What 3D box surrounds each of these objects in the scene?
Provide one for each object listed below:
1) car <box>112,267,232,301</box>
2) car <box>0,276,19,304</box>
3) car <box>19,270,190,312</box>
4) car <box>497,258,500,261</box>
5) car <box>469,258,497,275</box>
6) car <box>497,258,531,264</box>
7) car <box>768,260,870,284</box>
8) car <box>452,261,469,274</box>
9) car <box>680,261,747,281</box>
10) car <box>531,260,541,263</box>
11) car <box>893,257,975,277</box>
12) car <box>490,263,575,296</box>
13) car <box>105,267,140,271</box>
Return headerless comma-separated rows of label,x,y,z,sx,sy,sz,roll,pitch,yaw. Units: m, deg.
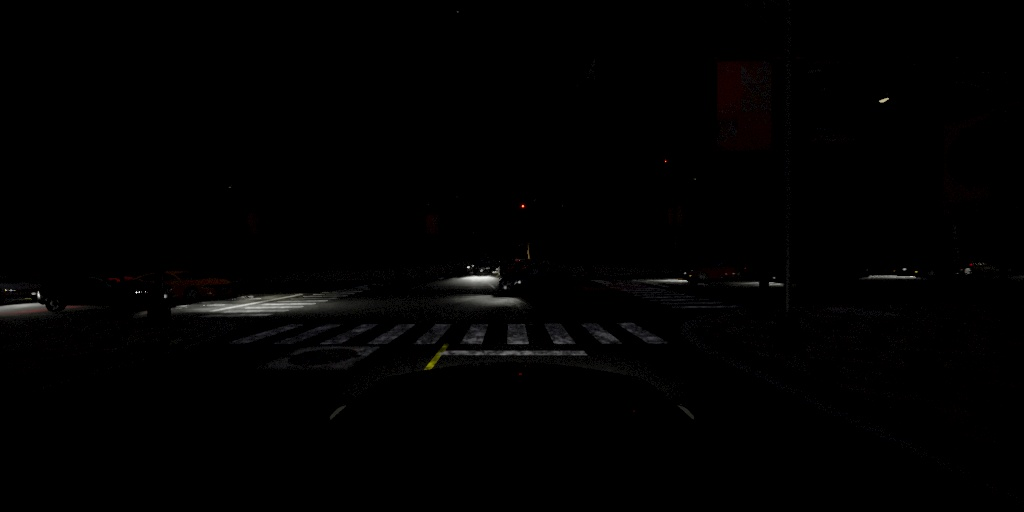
car,-17.649,1.528,18.950,5.008,1.535,1.882,-1,0,2
car,-27.623,1.763,18.932,4.674,1.442,1.812,-1,0,0
car,-17.626,1.546,15.706,4.902,1.511,2.128,-1,0,2
car,-3.164,1.305,48.953,2.033,1.411,5.357,0,0,0
car,-3.117,1.246,39.094,2.128,1.511,4.902,0,0,0
car,0.101,1.231,33.864,1.882,1.535,5.008,-1,0,-9
car,19.070,0.931,22.455,5.357,1.411,2.033,-1,0,0
car,-5.792,1.306,41.126,2.007,1.370,4.403,0,0,0
car,14.395,1.024,25.698,4.181,1.385,1.994,-1,0,0
car,2.733,1.305,41.164,2.007,1.370,4.403,0,0,0
car,30.153,0.749,25.720,4.181,1.385,1.994,-1,0,0
car,1.422,1.241,19.131,4.674,1.442,1.812,-1,-1,-40
car,-24.373,1.521,22.384,4.553,1.767,2.097,-1,0,0
